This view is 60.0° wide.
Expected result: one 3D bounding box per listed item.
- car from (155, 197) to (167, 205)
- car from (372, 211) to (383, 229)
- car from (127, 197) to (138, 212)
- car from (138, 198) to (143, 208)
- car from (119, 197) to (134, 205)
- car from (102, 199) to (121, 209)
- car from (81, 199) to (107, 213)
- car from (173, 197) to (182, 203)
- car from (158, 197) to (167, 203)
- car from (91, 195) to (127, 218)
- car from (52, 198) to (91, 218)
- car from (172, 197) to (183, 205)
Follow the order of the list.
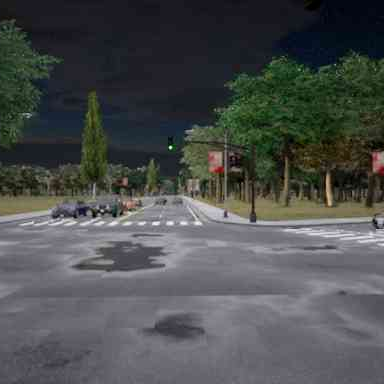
[{"bbox_3d":[-5.910,1.676,61.955,2.128,1.511,4.902,0,0,-2],"label":"car"},{"bbox_3d":[13.717,1.630,21.330,4.902,1.511,2.128,0,0,-25],"label":"car"},{"bbox_3d":[-8.352,1.464,41.461,2.097,1.767,4.553,0,0,-2],"label":"car"},{"bbox_3d":[-8.768,1.670,51.481,1.812,1.442,4.674,0,0,-2],"label":"car"},{"bbox_3d":[-12.515,1.756,63.780,1.994,1.385,4.181,0,0,-2],"label":"car"},{"bbox_3d":[-11.954,1.739,49.584,1.895,1.301,4.718,0,0,-2],"label":"car"},{"bbox_3d":[-11.527,1.611,39.500,1.837,1.490,4.892,0,0,-2],"label":"car"},{"bbox_3d":[-3.110,1.658,72.532,1.895,1.301,4.718,0,0,-2],"label":"car"},{"bbox_3d":[-6.357,1.657,72.393,1.895,1.301,4.718,0,0,-2],"label":"car"},{"bbox_3d":[-7.943,1.306,31.797,2.150,2.045,5.566,0,0,-2],"label":"car"},{"bbox_3d":[-11.146,1.432,30.555,2.097,1.767,4.553,0,0,-2],"label":"car"},{"bbox_3d":[-2.663,1.677,62.094,2.128,1.511,4.902,0,0,-2],"label":"car"}]
